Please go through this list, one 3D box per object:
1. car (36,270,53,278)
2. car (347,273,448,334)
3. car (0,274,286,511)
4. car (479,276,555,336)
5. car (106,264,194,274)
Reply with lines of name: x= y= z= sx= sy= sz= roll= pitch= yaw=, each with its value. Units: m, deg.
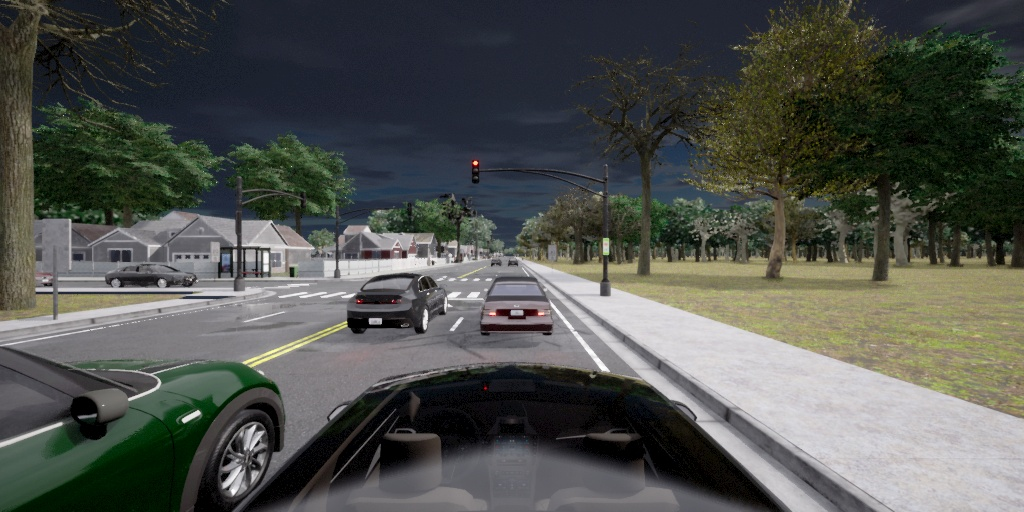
car: x=-32.201 y=1.322 z=22.967 sx=4.674 sy=1.442 sz=1.812 roll=0 pitch=0 yaw=0
car: x=-3.145 y=1.254 z=10.661 sx=1.837 sy=1.490 sz=4.892 roll=0 pitch=0 yaw=0
car: x=-3.148 y=1.102 z=1.463 sx=2.097 sy=1.767 sz=4.553 roll=0 pitch=0 yaw=0
car: x=0.112 y=1.297 z=10.410 sx=2.033 sy=1.411 sz=5.357 roll=0 pitch=0 yaw=0
car: x=-22.913 y=1.285 z=22.893 sx=4.892 sy=1.490 sz=1.837 roll=0 pitch=0 yaw=0
